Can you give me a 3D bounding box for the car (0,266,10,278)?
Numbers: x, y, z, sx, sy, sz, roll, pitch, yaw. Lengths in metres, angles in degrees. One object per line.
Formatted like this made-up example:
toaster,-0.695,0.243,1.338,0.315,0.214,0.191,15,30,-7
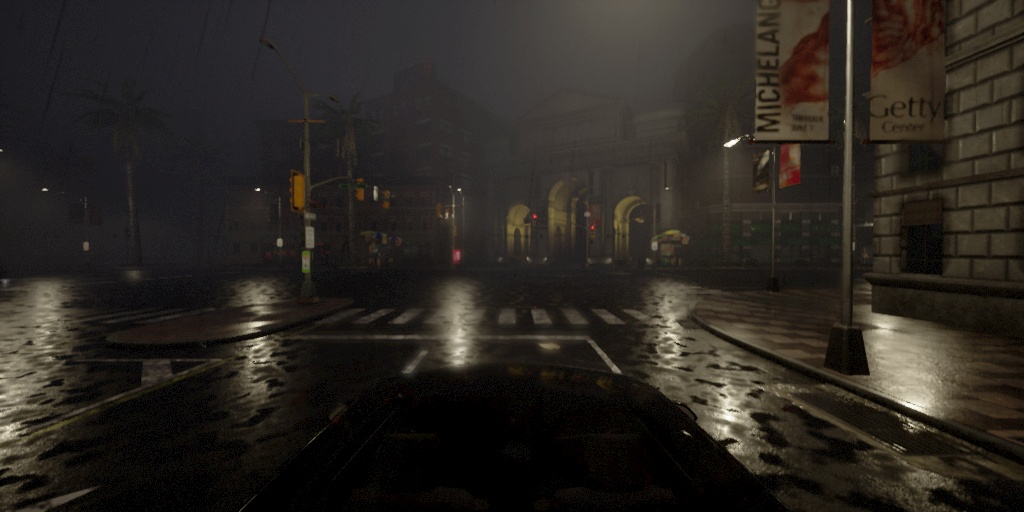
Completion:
car,-38.891,0.994,25.276,4.718,1.301,1.895,0,1,0
